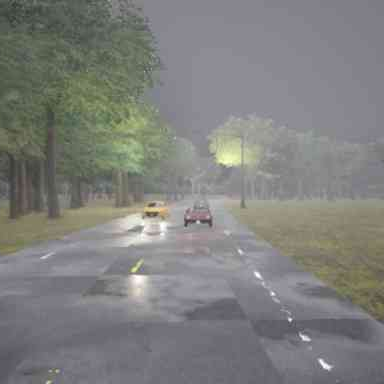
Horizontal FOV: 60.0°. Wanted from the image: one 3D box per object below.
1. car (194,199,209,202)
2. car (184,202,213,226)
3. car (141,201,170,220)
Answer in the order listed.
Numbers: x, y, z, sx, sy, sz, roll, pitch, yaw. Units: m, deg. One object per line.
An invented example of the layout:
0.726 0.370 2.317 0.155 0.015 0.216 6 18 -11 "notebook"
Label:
1.194 1.589 41.773 1.994 1.385 4.181 0 0 3 "car"
0.462 1.650 23.535 1.895 1.301 4.718 0 0 2 "car"
-3.038 1.523 28.486 1.882 1.535 5.008 0 0 2 "car"
